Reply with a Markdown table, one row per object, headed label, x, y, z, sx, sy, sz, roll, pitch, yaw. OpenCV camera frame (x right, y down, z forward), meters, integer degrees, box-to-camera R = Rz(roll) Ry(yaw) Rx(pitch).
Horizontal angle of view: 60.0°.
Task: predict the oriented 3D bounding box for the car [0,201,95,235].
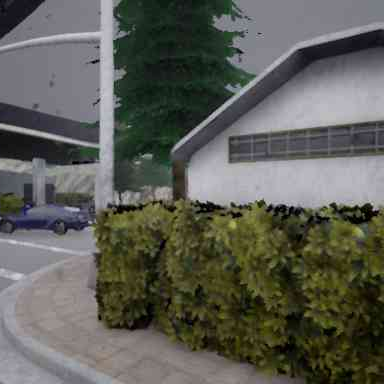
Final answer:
| label | x | y | z | sx | sy | sz | roll | pitch | yaw |
| --- | --- | --- | --- | --- | --- | --- | --- | --- | --- |
| car | -7.323 | 1.320 | 16.765 | 4.674 | 1.442 | 1.812 | 0 | 0 | 10 |

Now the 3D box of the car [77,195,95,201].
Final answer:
| label | x | y | z | sx | sy | sz | roll | pitch | yaw |
| --- | --- | --- | --- | --- | --- | --- | --- | --- | --- |
| car | -10.730 | 1.288 | 35.367 | 3.866 | 1.878 | 1.905 | 0 | 0 | 35 |

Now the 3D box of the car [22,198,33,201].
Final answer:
| label | x | y | z | sx | sy | sz | roll | pitch | yaw |
| --- | --- | --- | --- | --- | --- | --- | --- | --- | --- |
| car | -17.537 | 1.452 | 33.235 | 4.611 | 1.667 | 2.242 | 0 | 0 | 35 |
